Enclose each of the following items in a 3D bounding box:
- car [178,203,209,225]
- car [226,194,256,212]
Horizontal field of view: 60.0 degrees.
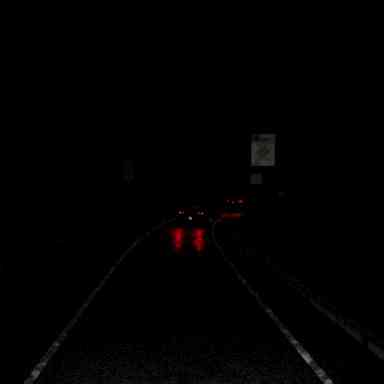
[{"bbox_3d":[0.179,1.509,23.689,1.812,1.442,4.674,0,0,7],"label":"car"},{"bbox_3d":[6.071,1.303,40.885,2.150,2.045,5.566,2,0,29],"label":"car"}]
